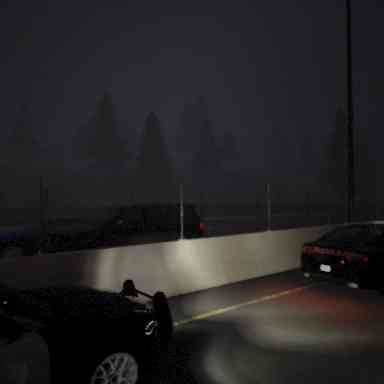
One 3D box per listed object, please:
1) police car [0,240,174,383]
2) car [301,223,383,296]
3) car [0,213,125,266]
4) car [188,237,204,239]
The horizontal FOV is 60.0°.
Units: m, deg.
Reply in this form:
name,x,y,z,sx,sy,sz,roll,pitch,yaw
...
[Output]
name,x,y,z,sx,sy,sz,roll,pitch,yaw
police car,-2.545,1.495,3.214,5.238,1.638,1.930,0,-1,-40
car,5.052,1.562,8.868,5.008,1.535,1.882,0,-1,-34
car,-5.351,1.700,12.957,5.008,1.535,1.882,0,-1,-37
car,-2.102,1.392,11.078,5.566,2.045,2.150,0,-1,-36
